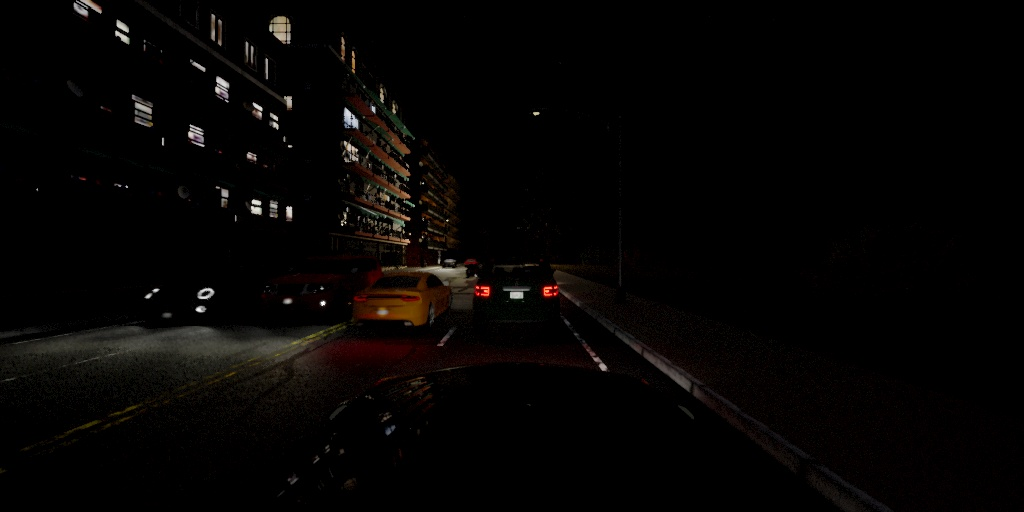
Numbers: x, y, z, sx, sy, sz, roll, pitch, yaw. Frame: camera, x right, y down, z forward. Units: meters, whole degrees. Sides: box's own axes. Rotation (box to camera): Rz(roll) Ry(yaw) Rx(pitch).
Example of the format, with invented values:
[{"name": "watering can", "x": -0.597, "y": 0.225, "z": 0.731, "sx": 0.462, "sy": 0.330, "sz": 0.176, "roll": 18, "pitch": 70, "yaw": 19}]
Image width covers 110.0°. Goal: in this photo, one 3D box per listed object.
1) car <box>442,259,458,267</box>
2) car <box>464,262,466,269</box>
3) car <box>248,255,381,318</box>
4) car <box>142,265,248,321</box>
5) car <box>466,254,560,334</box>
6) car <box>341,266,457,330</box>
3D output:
[{"name": "car", "x": -9.673, "y": 1.241, "z": 55.875, "sx": 2.128, "sy": 1.511, "sz": 4.902, "roll": 0, "pitch": 0, "yaw": 0}, {"name": "car", "x": -3.054, "y": 1.353, "z": 33.107, "sx": 1.895, "sy": 1.301, "sz": 4.718, "roll": 0, "pitch": 0, "yaw": 0}, {"name": "car", "x": -6.567, "y": 0.973, "z": 13.278, "sx": 2.150, "sy": 2.045, "sz": 5.566, "roll": 0, "pitch": 0, "yaw": 0}, {"name": "car", "x": -9.818, "y": 1.103, "z": 12.456, "sx": 2.097, "sy": 1.767, "sz": 4.553, "roll": 0, "pitch": 0, "yaw": 0}, {"name": "car", "x": 0.121, "y": 0.973, "z": 10.733, "sx": 2.150, "sy": 2.045, "sz": 5.566, "roll": 0, "pitch": 0, "yaw": 0}, {"name": "car", "x": -3.122, "y": 1.229, "z": 11.154, "sx": 1.882, "sy": 1.535, "sz": 5.008, "roll": 0, "pitch": 0, "yaw": 0}]
